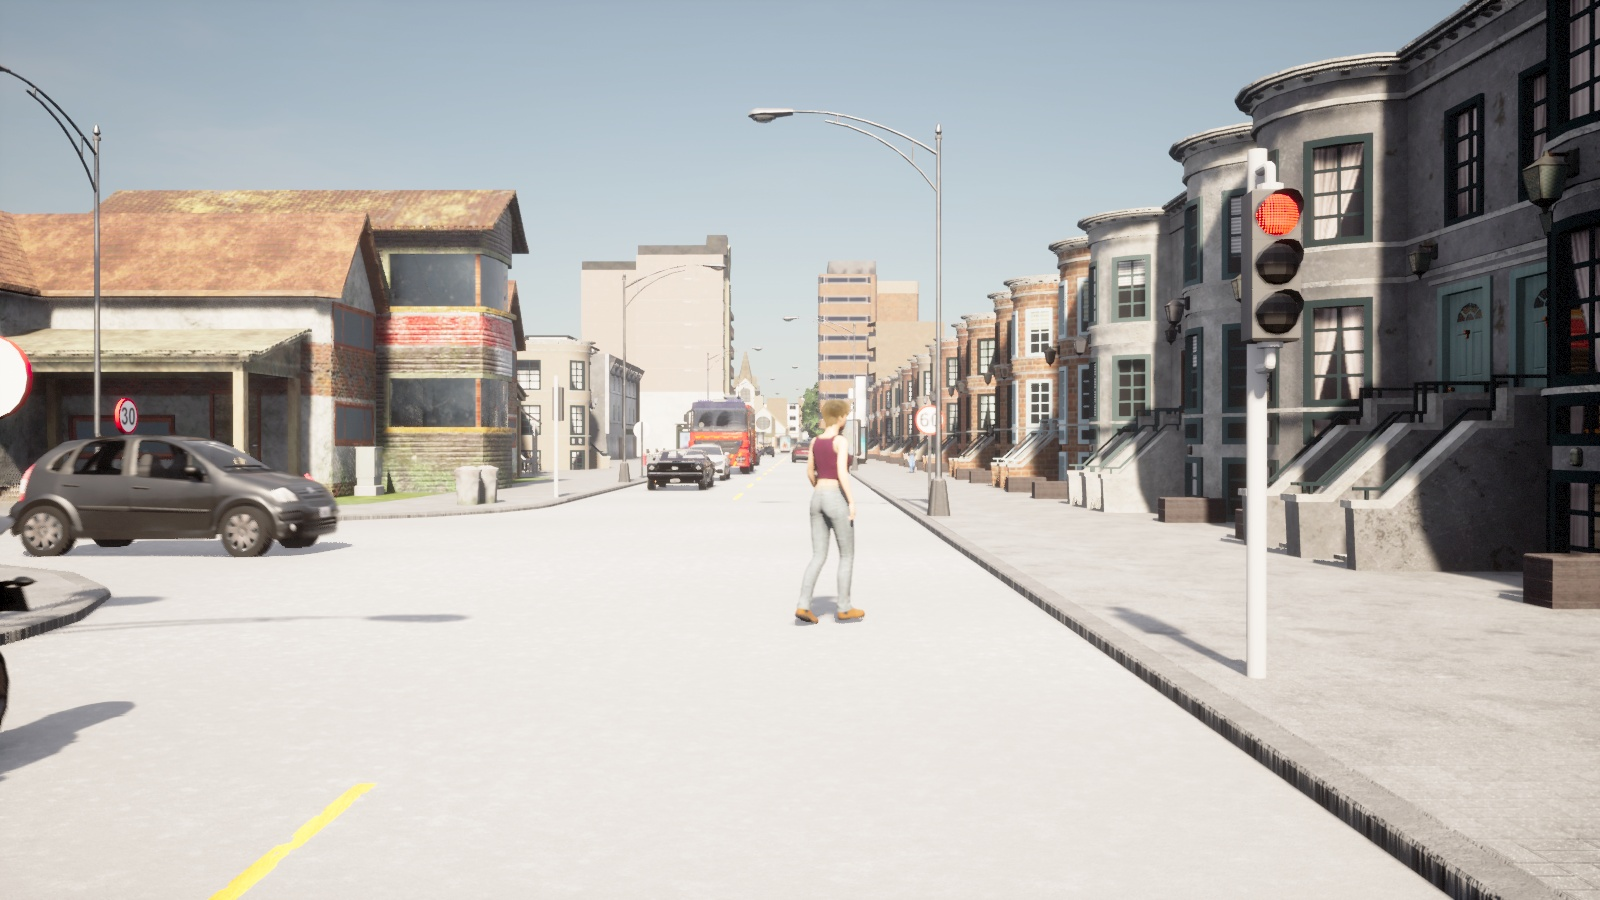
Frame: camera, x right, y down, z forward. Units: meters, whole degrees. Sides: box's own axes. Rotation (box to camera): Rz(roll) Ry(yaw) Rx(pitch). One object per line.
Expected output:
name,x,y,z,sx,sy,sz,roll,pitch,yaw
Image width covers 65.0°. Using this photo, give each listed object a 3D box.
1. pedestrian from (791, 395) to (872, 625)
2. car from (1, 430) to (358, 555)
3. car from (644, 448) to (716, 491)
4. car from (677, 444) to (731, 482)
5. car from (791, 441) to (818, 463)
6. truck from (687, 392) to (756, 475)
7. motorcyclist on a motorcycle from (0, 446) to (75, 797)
pedestrian,0.264,0.480,10.359,0.594,1.836,0.345,0,0,-42
car,-8.373,0.541,17.189,3.988,1.617,1.851,0,0,3
car,-3.852,0.612,41.032,1.895,1.301,4.718,0,0,0
car,-3.820,0.482,50.824,1.812,1.442,4.674,0,0,0
car,0.343,0.141,95.007,2.033,1.649,4.856,0,0,0
truck,-3.776,-0.773,62.368,2.891,3.827,8.468,0,0,0
motorcyclist on a motorcycle,-3.928,0.750,4.927,0.866,1.530,2.191,0,0,1
